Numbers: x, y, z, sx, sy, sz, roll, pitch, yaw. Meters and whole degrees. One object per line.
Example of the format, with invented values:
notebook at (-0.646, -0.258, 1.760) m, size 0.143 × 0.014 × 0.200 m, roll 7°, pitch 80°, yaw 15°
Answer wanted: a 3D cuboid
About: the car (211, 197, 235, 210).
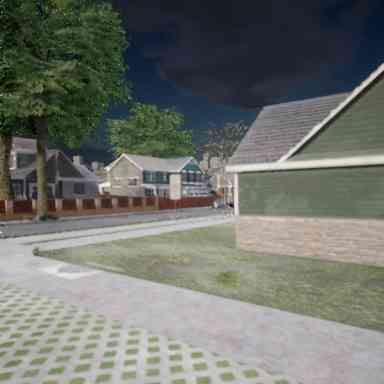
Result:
car at (4.120, 1.291, 39.219) m, size 2.128 × 1.511 × 4.902 m, roll -1°, pitch 0°, yaw 36°
